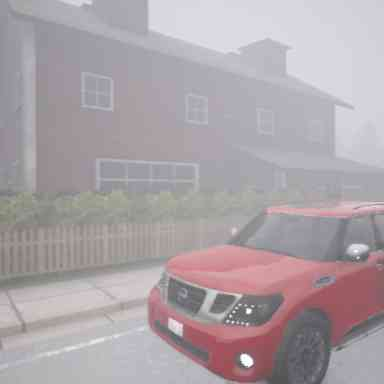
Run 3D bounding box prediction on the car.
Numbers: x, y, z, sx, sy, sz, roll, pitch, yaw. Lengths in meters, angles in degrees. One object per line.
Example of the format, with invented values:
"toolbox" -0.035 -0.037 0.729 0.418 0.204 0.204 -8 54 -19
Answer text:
"car" 2.060 1.200 5.453 5.566 2.045 2.150 0 0 -35
